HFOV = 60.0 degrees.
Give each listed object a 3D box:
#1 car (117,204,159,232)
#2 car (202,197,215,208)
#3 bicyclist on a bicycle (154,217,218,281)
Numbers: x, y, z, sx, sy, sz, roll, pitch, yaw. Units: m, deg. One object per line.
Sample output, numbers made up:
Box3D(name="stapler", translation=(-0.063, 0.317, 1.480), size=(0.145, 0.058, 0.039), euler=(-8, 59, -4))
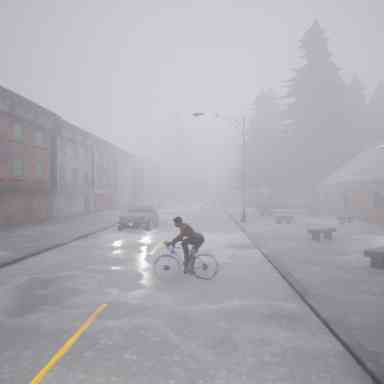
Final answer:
Box3D(name="car", translation=(-3.156, 1.506, 20.269), size=(1.837, 1.490, 4.892), euler=(0, 0, 3))
Box3D(name="car", translation=(2.384, 1.524, 48.463), size=(1.812, 1.442, 4.674), euler=(0, 0, 3))
Box3D(name="bicyclist on a bicycle", translation=(-0.172, 1.446, 8.396), size=(1.656, 1.620, 0.582), euler=(-2, 0, 3))
